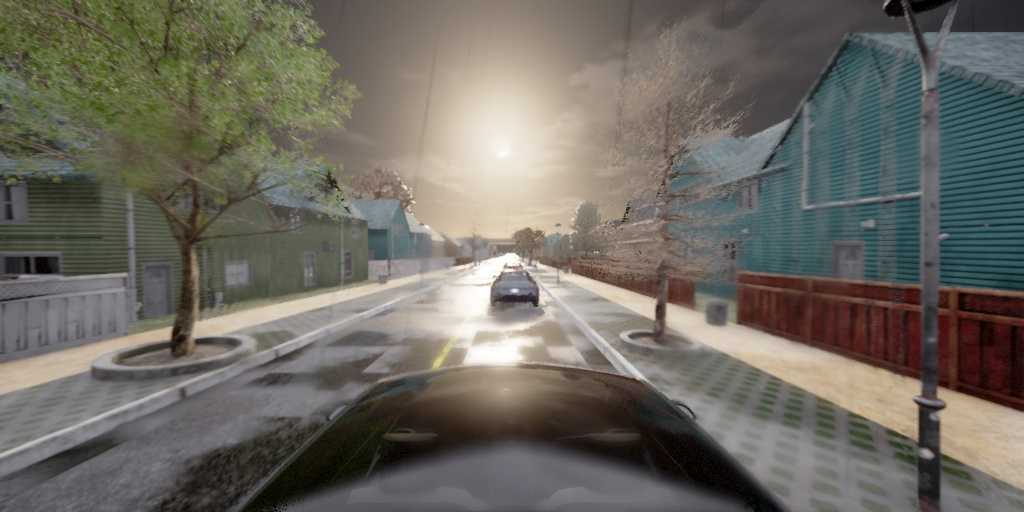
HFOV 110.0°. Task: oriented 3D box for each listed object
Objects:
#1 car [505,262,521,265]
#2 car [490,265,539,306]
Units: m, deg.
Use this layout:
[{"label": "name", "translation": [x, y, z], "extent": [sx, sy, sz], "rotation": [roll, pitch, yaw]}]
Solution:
[{"label": "car", "translation": [0.101, 1.245, 33.759], "extent": [1.895, 1.301, 4.718], "rotation": [0, 0, 0]}, {"label": "car", "translation": [0.101, 1.267, 15.512], "extent": [1.994, 1.385, 4.181], "rotation": [0, 0, 0]}]
